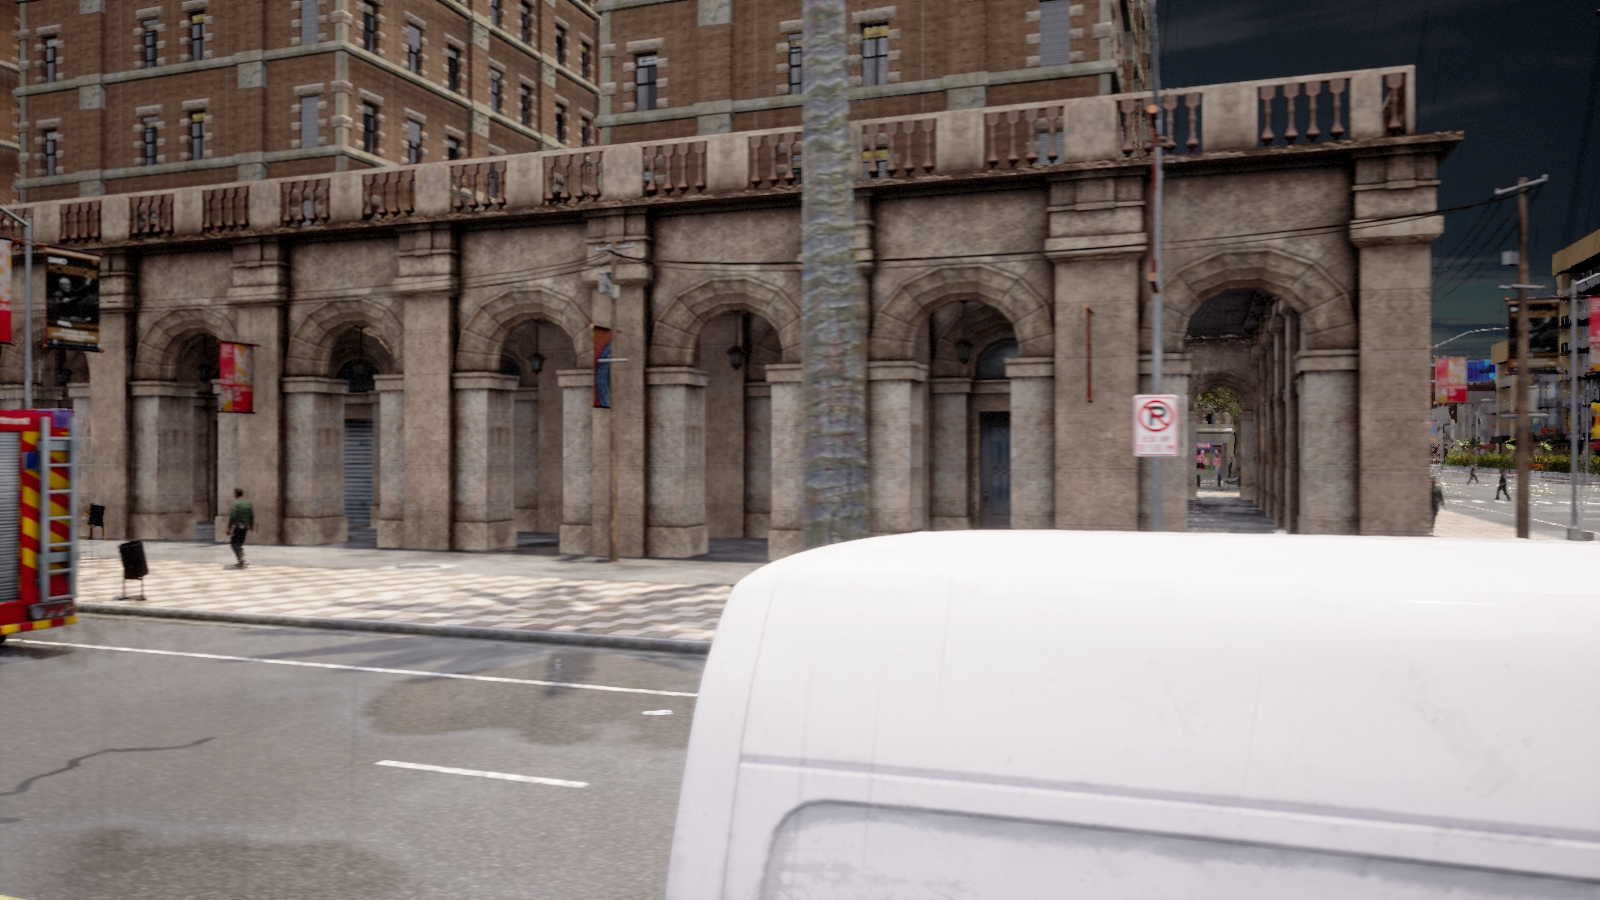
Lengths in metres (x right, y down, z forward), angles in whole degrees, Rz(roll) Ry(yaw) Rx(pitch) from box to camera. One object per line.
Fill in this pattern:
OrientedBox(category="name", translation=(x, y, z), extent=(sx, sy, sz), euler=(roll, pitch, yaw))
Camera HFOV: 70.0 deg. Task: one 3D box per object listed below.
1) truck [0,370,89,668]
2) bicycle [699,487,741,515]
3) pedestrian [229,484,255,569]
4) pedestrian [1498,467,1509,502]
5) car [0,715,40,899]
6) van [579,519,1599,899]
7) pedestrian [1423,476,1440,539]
OrientedBox(category="truck", translation=(-14.328, 0.890, 15.951), extent=(8.468, 3.827, 2.891), euler=(0, 0, 20))
OrientedBox(category="bicycle", translation=(-3.452, 2.210, 49.435), extent=(1.835, 1.171, 0.329), euler=(0, 0, 20))
OrientedBox(category="pedestrian", translation=(-12.393, 1.697, 25.381), extent=(0.375, 1.860, 0.375), euler=(0, 0, 31))
OrientedBox(category="pedestrian", translation=(38.067, 1.849, 61.842), extent=(0.375, 1.860, 0.375), euler=(0, 0, 7))
OrientedBox(category="car", translation=(-6.023, 2.065, 5.492), extent=(4.193, 1.474, 1.816), euler=(0, 0, 20))
OrientedBox(category="van", translation=(2.657, 1.535, 2.362), extent=(5.915, 2.561, 1.988), euler=(0, 0, 19))
OrientedBox(category="pedestrian", translation=(18.811, 1.696, 34.024), extent=(0.375, 1.860, 0.375), euler=(0, 0, 19))
